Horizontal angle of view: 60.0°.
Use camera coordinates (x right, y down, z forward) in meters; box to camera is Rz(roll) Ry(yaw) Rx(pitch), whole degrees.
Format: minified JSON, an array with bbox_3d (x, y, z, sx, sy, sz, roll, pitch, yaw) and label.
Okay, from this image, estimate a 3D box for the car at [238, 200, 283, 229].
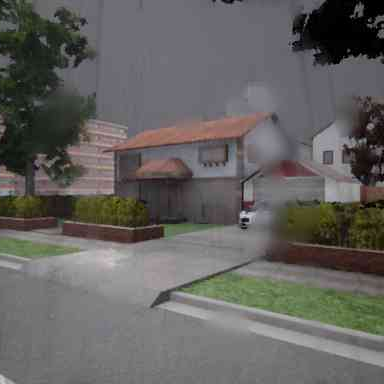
[{"bbox_3d":[4.004,1.168,17.454,1.970,1.475,3.806,0,0,36],"label":"car"}]
